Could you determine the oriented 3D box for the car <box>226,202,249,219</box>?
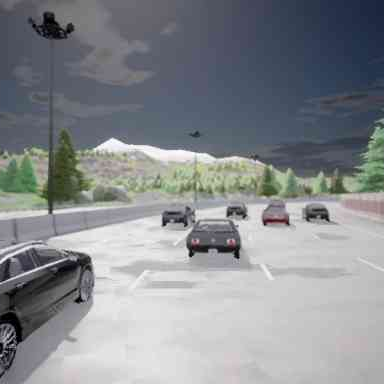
[{"bbox_3d":[4.529,1.780,33.018,1.837,1.490,4.892,0,-1,14],"label":"car"}]

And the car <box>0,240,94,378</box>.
[{"bbox_3d":[-3.153,1.534,5.480,2.128,1.511,4.902,0,0,2],"label":"car"}]

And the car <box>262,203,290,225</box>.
[{"bbox_3d":[6.531,1.785,26.142,1.994,1.385,4.181,0,-1,11],"label":"car"}]

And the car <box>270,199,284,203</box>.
[{"bbox_3d":[10.290,1.692,40.249,2.097,1.767,4.553,0,-1,17],"label":"car"}]

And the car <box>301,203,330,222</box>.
[{"bbox_3d":[10.769,1.755,29.121,1.837,1.490,4.892,0,-1,13],"label":"car"}]

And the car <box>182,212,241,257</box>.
[{"bbox_3d":[0.946,1.712,13.415,1.895,1.301,4.718,0,0,6],"label":"car"}]

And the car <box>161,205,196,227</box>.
[{"bbox_3d":[-0.907,1.706,24.657,1.837,1.490,4.892,0,-1,10],"label":"car"}]
